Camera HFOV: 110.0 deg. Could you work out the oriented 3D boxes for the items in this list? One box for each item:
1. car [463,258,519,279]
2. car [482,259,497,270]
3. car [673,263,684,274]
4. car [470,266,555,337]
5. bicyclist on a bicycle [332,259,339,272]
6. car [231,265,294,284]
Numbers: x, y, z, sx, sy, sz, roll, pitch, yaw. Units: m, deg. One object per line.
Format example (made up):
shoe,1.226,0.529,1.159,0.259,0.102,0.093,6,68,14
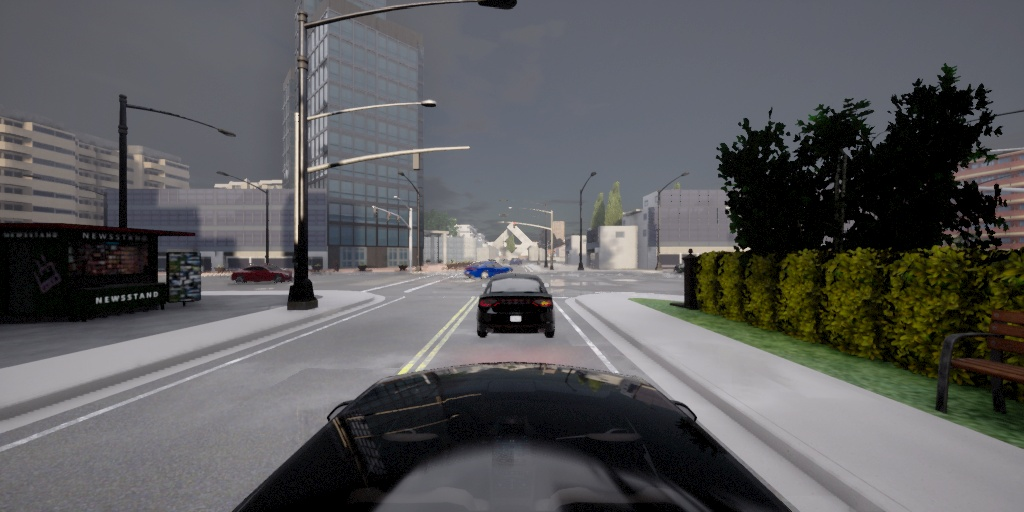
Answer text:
car,-1.998,1.247,31.625,1.882,1.535,5.008,2,1,43
car,-3.395,1.228,54.136,1.882,1.535,5.008,0,0,0
car,19.977,1.058,38.806,4.553,1.767,2.097,0,0,0
car,0.107,1.228,10.355,1.882,1.535,5.008,0,0,1
bicyclist on a bicycle,-21.835,1.216,44.408,0.582,1.620,1.656,-1,0,0
car,-19.207,1.413,27.939,4.674,1.442,1.812,0,0,0
